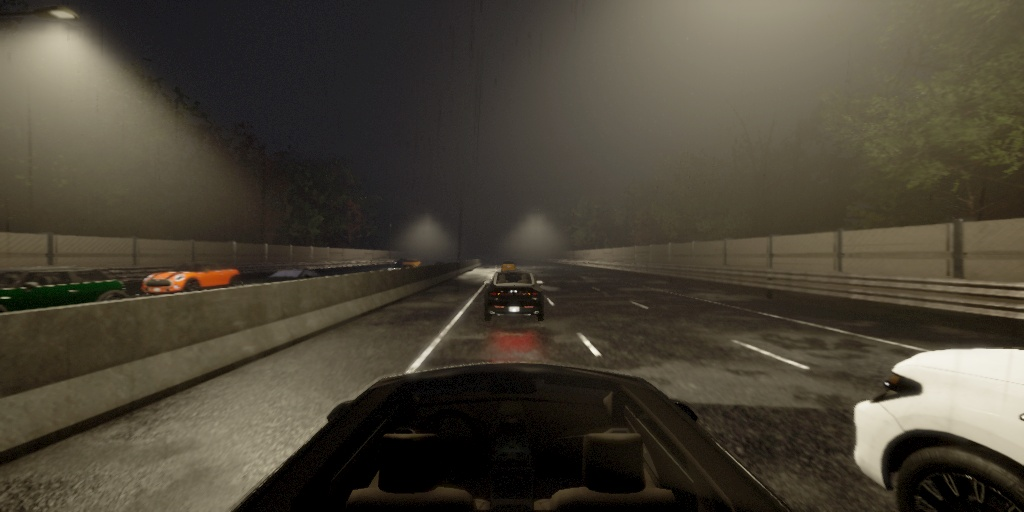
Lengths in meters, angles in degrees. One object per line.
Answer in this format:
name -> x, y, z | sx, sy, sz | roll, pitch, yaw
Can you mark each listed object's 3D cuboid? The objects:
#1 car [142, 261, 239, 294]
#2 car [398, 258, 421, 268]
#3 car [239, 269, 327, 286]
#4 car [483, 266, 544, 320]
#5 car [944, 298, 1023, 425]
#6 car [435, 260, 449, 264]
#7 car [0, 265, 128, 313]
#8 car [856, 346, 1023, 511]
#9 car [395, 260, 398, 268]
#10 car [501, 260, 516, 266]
car -> -17.718, 1.109, 20.113 | 2.097, 1.767, 4.553 | 0, 0, -1
car -> -14.855, 1.242, 53.250 | 1.882, 1.535, 5.008 | 0, 0, -1
car -> -10.691, 1.320, 17.580 | 1.994, 1.385, 4.181 | 0, 0, -1
car -> 0.050, 1.259, 12.562 | 1.837, 1.490, 4.892 | 0, 0, 0
car -> 7.095, 1.296, 2.362 | 2.033, 1.411, 5.357 | 0, 0, 0
car -> -11.530, 1.331, 59.548 | 1.994, 1.385, 4.181 | 0, 0, -1
car -> -14.136, 1.107, 10.234 | 2.097, 1.767, 4.553 | 0, 0, 0
car -> 3.597, 0.970, 0.202 | 2.150, 2.045, 5.566 | 0, 0, 0
car -> -18.582, 1.117, 61.642 | 2.097, 1.767, 4.553 | 0, 0, -1
car -> -0.441, 1.222, 44.048 | 1.801, 1.575, 5.366 | 0, 0, -1
